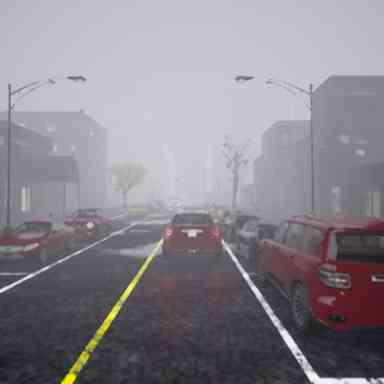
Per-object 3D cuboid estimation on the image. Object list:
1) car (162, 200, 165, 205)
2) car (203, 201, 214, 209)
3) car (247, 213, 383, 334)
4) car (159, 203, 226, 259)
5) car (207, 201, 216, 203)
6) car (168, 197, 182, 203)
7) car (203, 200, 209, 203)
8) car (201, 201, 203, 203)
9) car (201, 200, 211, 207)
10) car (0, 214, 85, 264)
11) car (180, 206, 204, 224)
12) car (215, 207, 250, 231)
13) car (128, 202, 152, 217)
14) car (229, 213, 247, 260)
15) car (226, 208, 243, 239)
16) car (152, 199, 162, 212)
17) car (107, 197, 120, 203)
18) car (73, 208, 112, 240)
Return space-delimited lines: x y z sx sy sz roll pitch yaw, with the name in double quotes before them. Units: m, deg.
"car" -5.797 2.056 58.002 1.967 1.590 4.097 0 -1 0
"car" 2.842 2.209 59.099 1.802 1.307 4.206 0 -1 0
"car" 2.702 1.387 6.808 2.192 1.841 5.009 0 -1 0
"car" 0.023 1.493 13.437 2.097 1.767 4.553 0 -1 0
"car" 2.767 1.886 34.334 1.752 1.417 4.829 0 -1 0
"car" -3.029 1.861 60.253 2.150 2.045 5.566 0 -1 1
"car" 2.809 1.999 42.554 2.008 1.369 4.403 0 -1 0
"car" 2.840 2.096 50.098 1.947 1.339 4.313 0 -1 0
"car" 2.844 2.271 68.101 1.887 1.381 4.507 0 -1 0
"car" -5.680 1.712 12.341 1.802 1.307 4.206 1 -1 0
"car" 0.023 1.898 28.259 1.895 1.301 4.718 0 -1 0
"car" 2.711 1.787 23.097 1.887 1.381 4.507 0 -1 0
"car" -5.743 1.904 35.948 1.752 1.417 4.829 1 -1 0
"car" 2.701 1.696 12.338 1.947 1.339 4.313 0 -1 0
"car" 2.702 1.754 17.871 1.947 1.339 4.313 0 -1 0
"car" -5.794 2.049 47.183 2.008 1.369 4.403 0 -1 0
"car" -19.976 2.036 81.446 4.507 1.381 1.887 1 -2 0
"car" -5.676 1.628 17.876 1.967 1.590 4.097 1 -1 0
